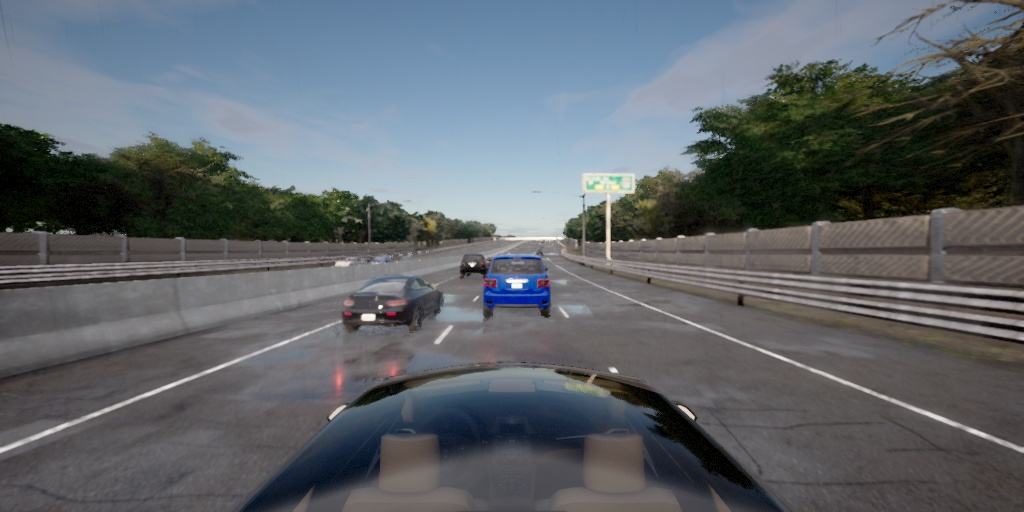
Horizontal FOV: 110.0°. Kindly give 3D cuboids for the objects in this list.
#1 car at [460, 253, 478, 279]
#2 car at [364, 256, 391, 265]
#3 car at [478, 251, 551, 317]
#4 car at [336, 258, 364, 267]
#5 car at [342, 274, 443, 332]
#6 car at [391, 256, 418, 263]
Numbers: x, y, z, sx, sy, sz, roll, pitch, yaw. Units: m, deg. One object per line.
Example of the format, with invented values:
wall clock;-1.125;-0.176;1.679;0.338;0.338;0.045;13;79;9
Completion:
car;-3.006;0.779;30.412;2.150;2.045;5.566;0;1;1
car;-16.696;0.789;46.028;1.812;1.442;4.674;0;1;2
car;0.180;0.948;13.231;2.150;2.045;5.566;0;0;1
car;-20.227;0.884;45.184;1.895;1.301;4.718;0;1;2
car;-3.343;1.261;10.711;1.812;1.442;4.674;0;0;0
car;-13.218;0.782;45.436;1.837;1.490;4.892;0;1;2
